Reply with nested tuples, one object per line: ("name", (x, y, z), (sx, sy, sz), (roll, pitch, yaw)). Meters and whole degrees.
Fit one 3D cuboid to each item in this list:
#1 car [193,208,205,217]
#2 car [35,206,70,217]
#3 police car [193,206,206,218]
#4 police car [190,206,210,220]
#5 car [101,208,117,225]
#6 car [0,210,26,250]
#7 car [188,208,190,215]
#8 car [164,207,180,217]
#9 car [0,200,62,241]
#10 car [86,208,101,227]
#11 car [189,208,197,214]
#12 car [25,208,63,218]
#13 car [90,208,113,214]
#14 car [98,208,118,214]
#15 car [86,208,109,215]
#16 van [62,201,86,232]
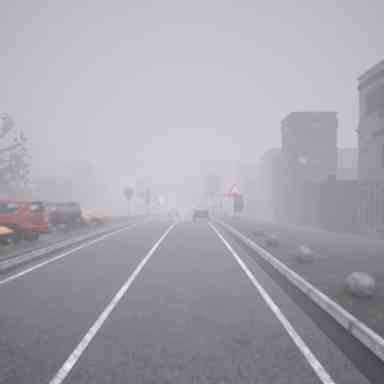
("car", (1.085, 3.380, 54.967), (1.812, 1.442, 4.674), (0, -3, 0))
("car", (-21.909, 3.027, 52.271), (4.553, 1.767, 2.185), (0, -3, 0))
("police car", (1.060, 2.968, 49.086), (1.930, 1.638, 5.238), (0, -3, 0))
("police car", (1.026, 2.448, 39.089), (1.930, 1.638, 5.238), (0, -3, 0))
("car", (-9.349, 2.011, 27.725), (5.366, 1.575, 1.946), (0, -2, 0))
("car", (-9.461, 1.574, 12.668), (5.008, 1.535, 2.097), (0, -1, 0))
("car", (0.198, 4.165, 75.485), (2.097, 1.767, 4.553), (0, -3, 0))
("car", (-3.191, 3.467, 57.295), (2.128, 1.511, 4.902), (0, -3, 1))
("car", (-9.510, 1.389, 15.591), (5.566, 2.045, 2.435), (0, -2, 0))
("car", (-9.554, 1.785, 24.813), (4.553, 1.767, 2.185), (0, -2, 0))
("car", (0.262, 5.136, 90.500), (2.033, 1.411, 5.357), (0, -3, 0))
("car", (-21.852, 3.027, 49.097), (4.674, 1.452, 2.002), (0, -3, 0))
("car", (-21.734, 4.606, 79.838), (4.892, 1.521, 2.231), (0, -3, 0))
("car", (-21.705, 4.983, 86.249), (4.674, 1.452, 2.002), (0, -3, 0))
("car", (-21.753, 4.473, 76.564), (4.674, 1.452, 2.002), (0, -3, 0))
("van", (-9.627, 1.589, 21.780), (4.442, 1.987, 1.878), (0, -2, 0))
